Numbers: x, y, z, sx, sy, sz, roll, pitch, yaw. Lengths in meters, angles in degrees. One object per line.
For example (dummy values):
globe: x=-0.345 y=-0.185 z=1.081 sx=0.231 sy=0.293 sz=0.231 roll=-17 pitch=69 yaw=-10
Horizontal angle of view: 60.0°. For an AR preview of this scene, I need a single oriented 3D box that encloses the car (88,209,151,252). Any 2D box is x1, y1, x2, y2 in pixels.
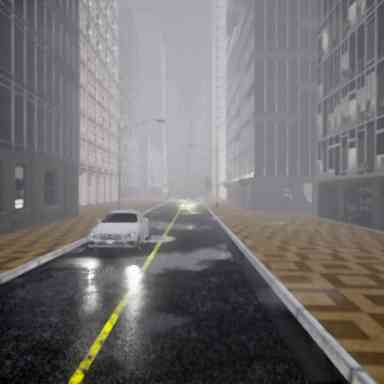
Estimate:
car: x=-2.818 y=1.461 z=13.801 sx=1.812 sy=1.442 sz=4.674 roll=0 pitch=0 yaw=0
